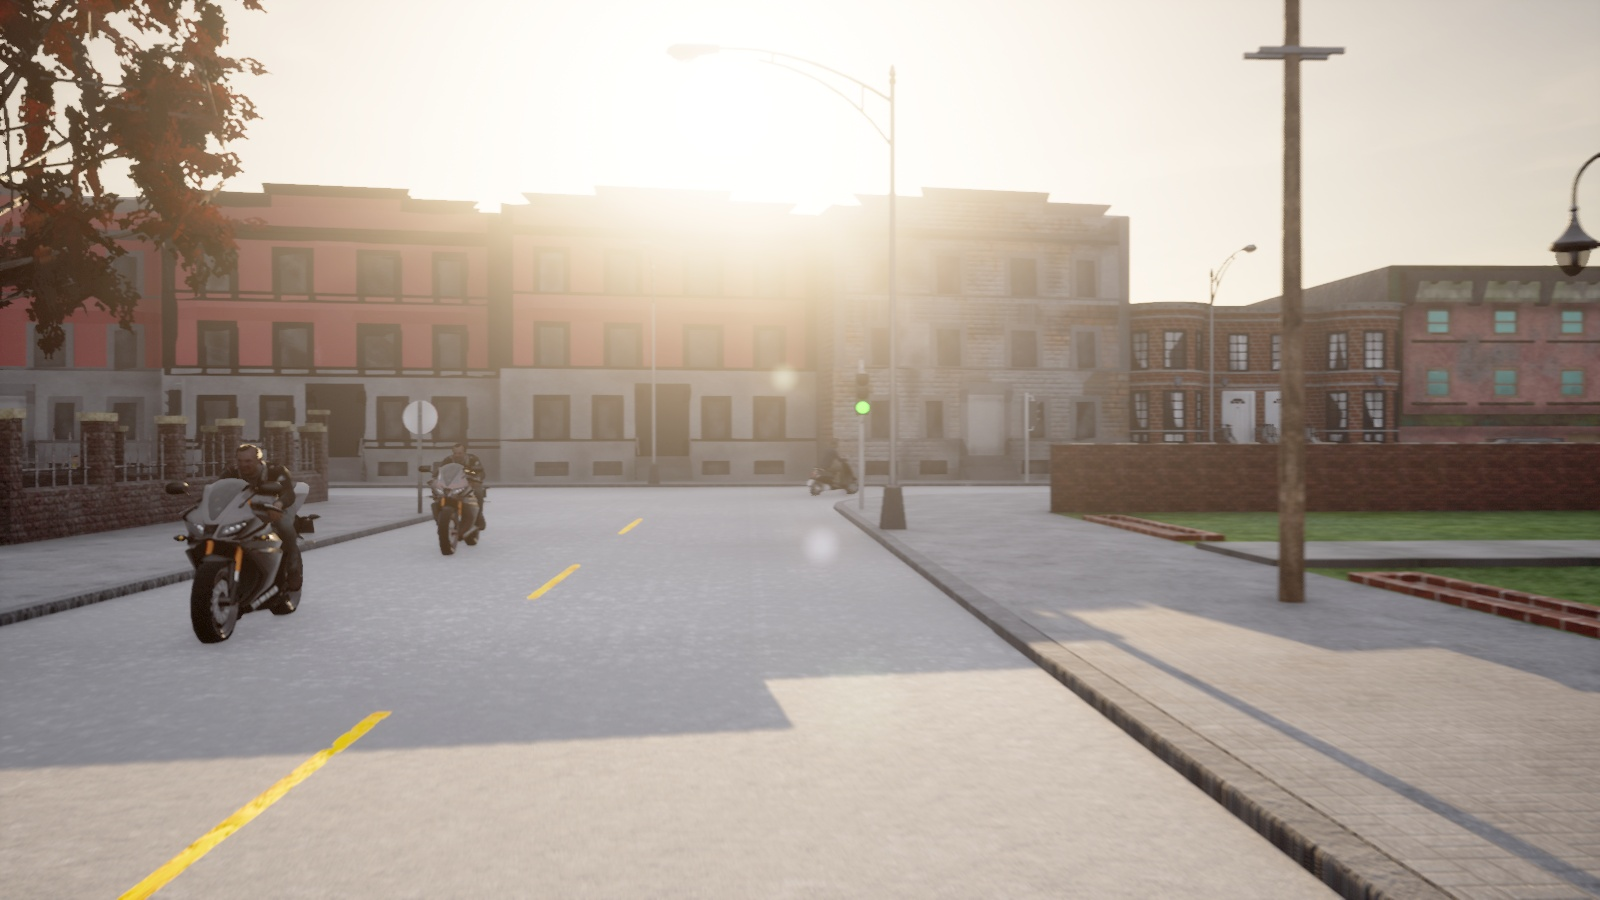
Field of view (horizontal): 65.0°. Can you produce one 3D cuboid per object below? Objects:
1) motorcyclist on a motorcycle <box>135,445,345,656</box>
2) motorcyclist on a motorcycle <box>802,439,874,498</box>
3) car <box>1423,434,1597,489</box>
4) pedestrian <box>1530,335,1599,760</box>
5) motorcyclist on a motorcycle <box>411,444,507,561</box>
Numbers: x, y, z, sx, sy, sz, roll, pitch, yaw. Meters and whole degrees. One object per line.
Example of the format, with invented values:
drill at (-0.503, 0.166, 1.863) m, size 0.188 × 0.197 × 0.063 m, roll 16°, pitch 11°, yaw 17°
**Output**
motorcyclist on a motorcycle at (-4.463, 0.723, 10.219) m, size 0.866 × 1.530 × 2.191 m, roll 0°, pitch 0°, yaw -4°
motorcyclist on a motorcycle at (1.068, 0.500, 35.411) m, size 1.817 × 1.590 × 0.866 m, roll 0°, pitch 4°, yaw -36°
car at (23.375, 0.376, 41.453) m, size 4.553 × 1.767 × 2.097 m, roll 0°, pitch 0°, yaw -2°
pedestrian at (3.945, 0.425, 5.608) m, size 0.874 × 1.855 × 0.900 m, roll 0°, pitch 0°, yaw 4°
motorcyclist on a motorcycle at (-4.734, 0.681, 17.574) m, size 0.866 × 1.530 × 2.191 m, roll 0°, pitch 0°, yaw -3°
